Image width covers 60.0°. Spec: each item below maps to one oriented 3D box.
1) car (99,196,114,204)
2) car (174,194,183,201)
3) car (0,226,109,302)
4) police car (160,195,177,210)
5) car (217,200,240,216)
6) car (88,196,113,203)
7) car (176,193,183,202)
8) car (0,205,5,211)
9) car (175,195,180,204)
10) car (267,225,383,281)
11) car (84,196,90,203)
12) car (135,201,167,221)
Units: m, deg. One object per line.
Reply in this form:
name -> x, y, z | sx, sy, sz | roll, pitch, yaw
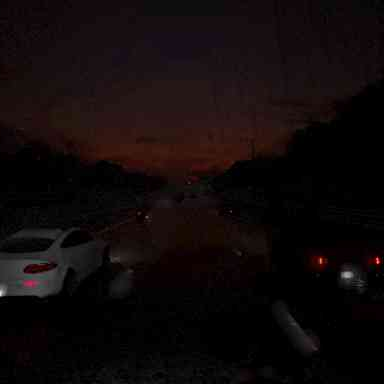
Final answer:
car -> -17.485, 1.604, 67.967 | 1.994, 1.385, 4.181 | 0, 0, 0
car -> -3.480, 1.472, 87.887 | 2.033, 1.649, 4.856 | 0, 0, 0
car -> -3.397, 1.551, 8.174 | 1.812, 1.442, 4.674 | 0, 0, 0
police car -> -3.490, 1.603, 43.885 | 2.038, 1.542, 4.974 | 0, 0, 0
car -> 3.608, 1.578, 33.060 | 2.128, 1.511, 4.902 | 0, 0, 0
car -> -14.053, 1.663, 51.334 | 1.994, 1.385, 4.181 | 0, 0, 0
car -> -3.485, 1.435, 65.855 | 2.097, 1.767, 4.553 | 0, 0, 0
car -> -17.589, 1.553, 27.642 | 1.882, 1.535, 5.008 | 0, 0, 0
car -> -3.487, 1.644, 54.885 | 2.033, 1.411, 5.357 | 0, 0, 0
car -> 3.603, 1.631, 9.927 | 1.895, 1.301, 4.718 | 0, 0, 0
car -> -20.985, 1.588, 69.359 | 1.994, 1.385, 4.181 | 0, 0, 0
car -> -3.393, 1.675, 27.594 | 1.895, 1.301, 4.718 | 0, 0, 0
